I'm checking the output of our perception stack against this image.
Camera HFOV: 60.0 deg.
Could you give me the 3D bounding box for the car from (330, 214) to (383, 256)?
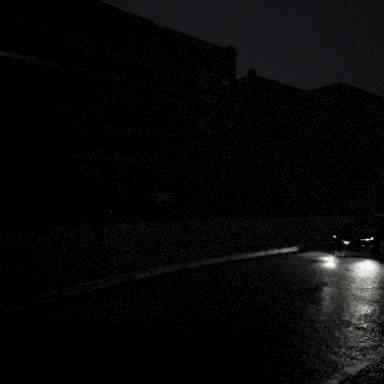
[{"bbox_3d":[7.839,1.744,14.255,4.892,1.490,1.837,1,-1,-38],"label":"car"}]
